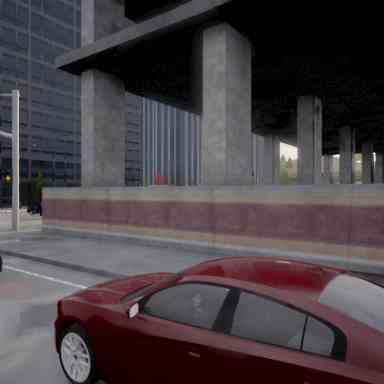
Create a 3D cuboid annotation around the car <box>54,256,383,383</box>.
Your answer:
[{"bbox_3d":[0.502,1.478,3.632,5.008,1.535,1.882,0,0,35],"label":"car"}]

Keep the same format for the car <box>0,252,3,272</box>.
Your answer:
[{"bbox_3d":[-6.845,1.563,8.819,4.181,1.385,1.994,0,0,36],"label":"car"}]

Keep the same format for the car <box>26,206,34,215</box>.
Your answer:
[{"bbox_3d":[-14.043,1.655,33.485,1.895,1.301,4.718,0,0,36],"label":"car"}]

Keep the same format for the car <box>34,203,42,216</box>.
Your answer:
[{"bbox_3d":[-11.231,1.276,31.056,2.150,2.045,5.566,0,0,36],"label":"car"}]
